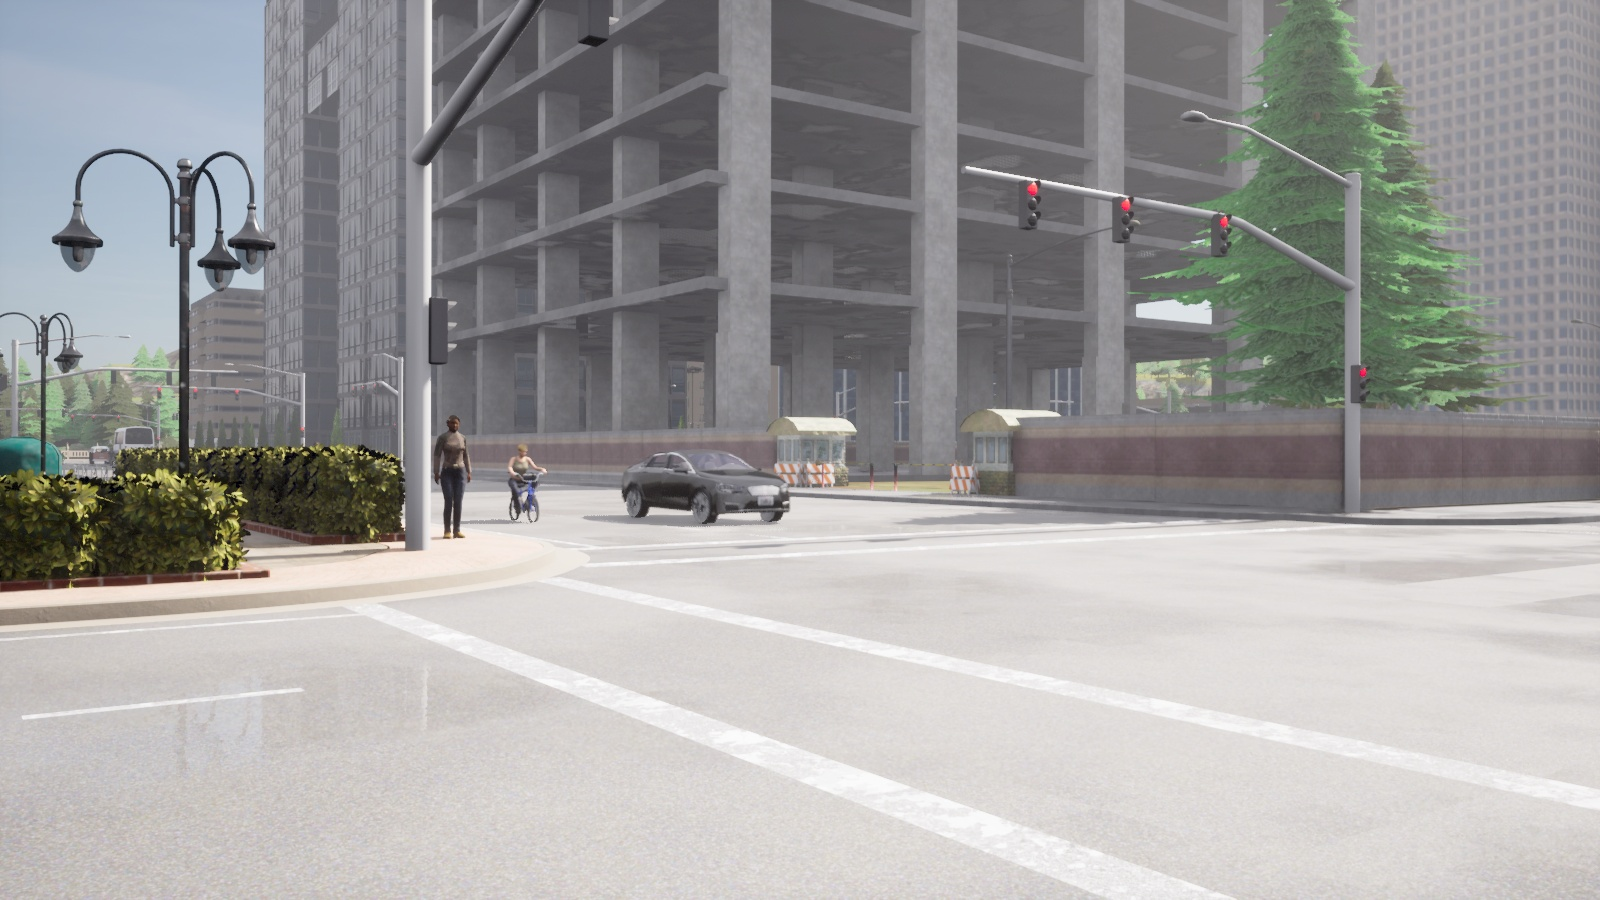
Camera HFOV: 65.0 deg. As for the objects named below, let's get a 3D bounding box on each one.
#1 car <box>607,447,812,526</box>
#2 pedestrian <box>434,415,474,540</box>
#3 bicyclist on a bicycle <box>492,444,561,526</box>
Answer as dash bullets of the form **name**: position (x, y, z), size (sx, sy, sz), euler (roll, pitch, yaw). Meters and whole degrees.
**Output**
- **car**: position (-2.034, 0.714, 26.670), size (2.128, 1.511, 4.902), euler (0, 0, -35)
- **pedestrian**: position (-5.117, 0.399, 18.540), size (0.328, 1.805, 0.869), euler (0, 0, -33)
- **bicyclist on a bicycle**: position (-5.603, 0.700, 25.663), size (0.866, 1.612, 1.509), euler (0, 0, -35)
